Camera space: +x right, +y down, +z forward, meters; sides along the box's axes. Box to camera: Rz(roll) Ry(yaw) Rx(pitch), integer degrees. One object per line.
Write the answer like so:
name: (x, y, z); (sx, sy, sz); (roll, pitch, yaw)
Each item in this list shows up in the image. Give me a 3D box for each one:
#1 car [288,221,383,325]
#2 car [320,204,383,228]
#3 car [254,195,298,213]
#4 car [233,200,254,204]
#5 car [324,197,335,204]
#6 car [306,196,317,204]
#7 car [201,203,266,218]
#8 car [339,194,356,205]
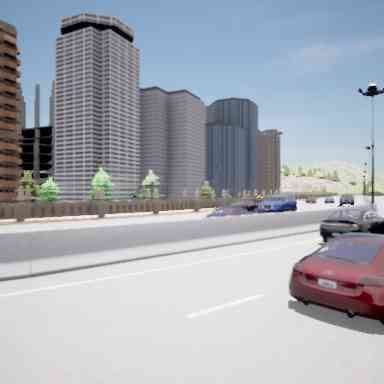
car: (3.923, 1.579, 7.145); (4.181, 1.385, 1.994); (0, 0, -40)
car: (7.579, 1.523, 15.153); (4.902, 1.511, 2.128); (0, 0, -44)
car: (8.415, 1.307, 32.132); (2.150, 2.045, 5.566); (0, -1, 37)
car: (4.964, 1.571, 33.413); (1.882, 1.535, 5.008); (0, 0, 38)
car: (27.740, 1.684, 66.856); (2.033, 1.411, 5.357); (0, 0, 26)
car: (24.602, 1.656, 68.407); (1.837, 1.490, 4.892); (0, 0, 26)
car: (2.259, 1.622, 20.018); (4.181, 1.385, 1.994); (0, 0, -45)
car: (25.247, 1.332, 54.012); (2.150, 2.045, 5.566); (0, 0, 27)
